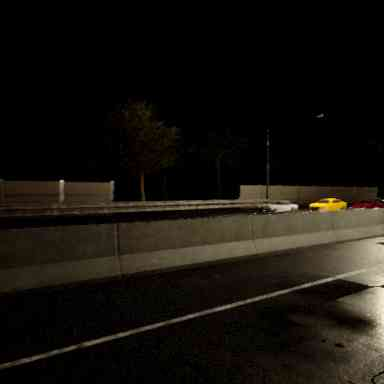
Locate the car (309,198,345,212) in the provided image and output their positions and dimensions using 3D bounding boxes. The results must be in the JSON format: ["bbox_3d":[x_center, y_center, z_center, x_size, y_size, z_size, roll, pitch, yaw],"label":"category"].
[{"bbox_3d":[14.746,1.475,35.998,5.008,1.535,1.882,0,0,-35],"label":"car"}]

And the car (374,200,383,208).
[{"bbox_3d":[19.024,1.524,30.455,4.674,1.442,1.812,0,0,-35],"label":"car"}]

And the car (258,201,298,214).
[{"bbox_3d":[9.168,1.598,35.430,4.718,1.301,1.895,0,0,-38],"label":"car"}]

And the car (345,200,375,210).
[{"bbox_3d":[18.004,1.524,34.023,4.674,1.442,1.812,0,0,-35],"label":"car"}]
